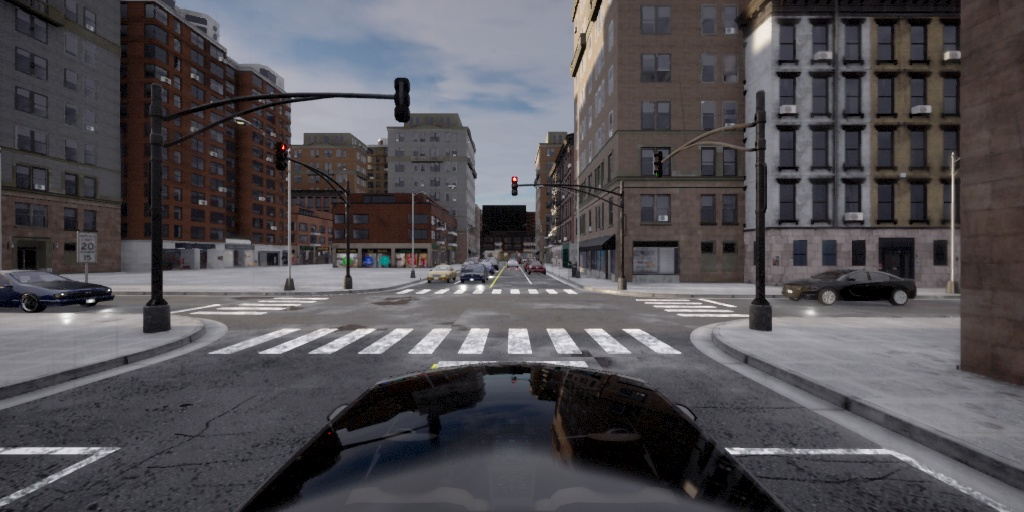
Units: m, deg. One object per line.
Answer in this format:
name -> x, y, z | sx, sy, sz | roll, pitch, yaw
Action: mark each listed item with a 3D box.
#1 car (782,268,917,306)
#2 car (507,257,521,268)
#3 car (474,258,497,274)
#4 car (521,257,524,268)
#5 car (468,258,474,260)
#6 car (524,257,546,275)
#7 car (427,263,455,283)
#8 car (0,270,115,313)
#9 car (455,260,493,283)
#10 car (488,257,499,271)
car -> 14.774, 1.310, 15.873 | 5.008, 1.535, 1.882 | 0, 0, -1
car -> 0.112, 1.279, 61.904 | 1.812, 1.442, 4.674 | 0, 0, 0
car -> -2.846, 1.277, 38.215 | 1.812, 1.442, 4.674 | 0, 0, 0
car -> 2.644, 1.066, 45.066 | 2.192, 1.841, 5.009 | 0, 0, 0
car -> -5.382, 1.302, 45.068 | 2.007, 1.370, 4.403 | 0, 0, 0
car -> 2.643, 1.191, 39.404 | 1.967, 1.591, 4.097 | 0, 0, 0
car -> -5.384, 1.276, 27.912 | 1.751, 1.417, 4.829 | 0, 0, 0
car -> -17.802, 1.216, 12.888 | 5.357, 1.411, 2.033 | 0, 0, 0
car -> -2.845, 1.298, 28.165 | 2.033, 1.411, 5.357 | 0, 0, 0
car -> -2.823, 1.230, 50.583 | 1.882, 1.535, 5.008 | 0, 0, 0
